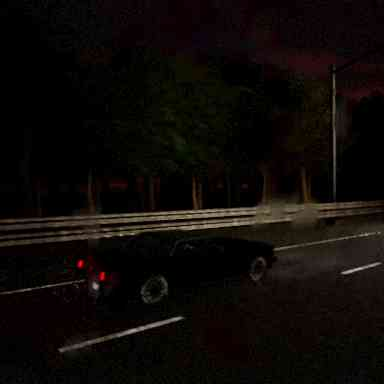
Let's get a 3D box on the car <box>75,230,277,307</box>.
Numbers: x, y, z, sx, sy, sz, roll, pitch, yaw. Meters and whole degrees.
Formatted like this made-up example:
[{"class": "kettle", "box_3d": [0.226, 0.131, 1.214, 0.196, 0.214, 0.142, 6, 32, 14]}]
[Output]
[{"class": "car", "box_3d": [-0.150, 1.573, 7.958, 4.718, 1.301, 1.895, 0, 0, -36]}]
